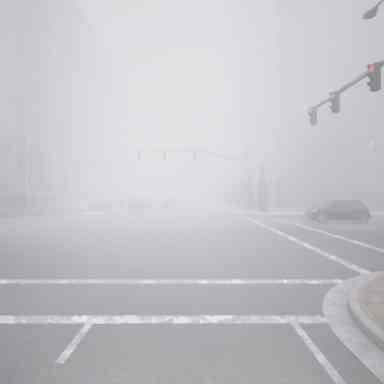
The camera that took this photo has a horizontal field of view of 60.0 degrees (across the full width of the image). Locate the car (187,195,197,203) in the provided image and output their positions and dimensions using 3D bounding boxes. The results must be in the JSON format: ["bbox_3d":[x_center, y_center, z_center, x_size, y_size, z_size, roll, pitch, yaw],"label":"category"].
[{"bbox_3d":[0.007,1.508,70.651,1.882,1.535,5.008,0,0,0],"label":"car"}]

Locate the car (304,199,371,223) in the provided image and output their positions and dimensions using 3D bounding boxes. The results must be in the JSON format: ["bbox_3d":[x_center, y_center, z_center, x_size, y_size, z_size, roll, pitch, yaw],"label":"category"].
[{"bbox_3d":[10.966,1.363,25.298,4.553,1.767,2.097,0,0,2],"label":"car"}]

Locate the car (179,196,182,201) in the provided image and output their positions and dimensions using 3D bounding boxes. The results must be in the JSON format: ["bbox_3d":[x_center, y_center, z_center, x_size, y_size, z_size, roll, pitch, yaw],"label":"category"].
[{"bbox_3d":[-3.492,1.588,80.901,1.994,1.385,4.181,0,0,0],"label":"car"}]

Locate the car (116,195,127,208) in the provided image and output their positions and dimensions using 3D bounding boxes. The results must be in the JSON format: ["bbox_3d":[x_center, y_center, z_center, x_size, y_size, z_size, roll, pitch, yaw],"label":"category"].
[{"bbox_3d":[-10.583,1.512,47.620,2.128,1.511,4.902,0,0,0],"label":"car"}]

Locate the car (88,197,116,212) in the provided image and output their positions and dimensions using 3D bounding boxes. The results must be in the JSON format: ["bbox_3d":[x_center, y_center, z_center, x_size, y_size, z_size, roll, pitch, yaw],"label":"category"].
[{"bbox_3d":[-10.595,1.581,38.751,1.994,1.385,4.181,0,0,1],"label":"car"}]

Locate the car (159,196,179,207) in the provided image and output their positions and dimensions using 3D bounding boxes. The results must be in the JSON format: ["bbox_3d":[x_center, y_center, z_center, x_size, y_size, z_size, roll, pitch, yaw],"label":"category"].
[{"bbox_3d":[-3.396,1.569,50.042,2.033,1.411,5.357,0,0,0],"label":"car"}]

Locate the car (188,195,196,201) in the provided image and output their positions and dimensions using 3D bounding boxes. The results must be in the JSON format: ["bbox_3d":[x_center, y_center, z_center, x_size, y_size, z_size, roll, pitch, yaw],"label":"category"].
[{"bbox_3d":[0.007,1.409,80.046,1.882,1.535,5.008,0,0,0],"label":"car"}]

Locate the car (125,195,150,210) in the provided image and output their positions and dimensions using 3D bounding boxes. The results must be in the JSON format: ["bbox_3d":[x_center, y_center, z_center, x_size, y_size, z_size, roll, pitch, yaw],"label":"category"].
[{"bbox_3d":[-7.072,1.497,43.728,1.882,1.535,5.008,0,0,0],"label":"car"}]

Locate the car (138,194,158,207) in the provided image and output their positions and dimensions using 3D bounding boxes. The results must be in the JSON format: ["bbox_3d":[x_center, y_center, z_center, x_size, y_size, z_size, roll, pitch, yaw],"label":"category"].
[{"bbox_3d":[-7.065,1.501,52.995,1.882,1.535,5.008,0,0,0],"label":"car"}]
